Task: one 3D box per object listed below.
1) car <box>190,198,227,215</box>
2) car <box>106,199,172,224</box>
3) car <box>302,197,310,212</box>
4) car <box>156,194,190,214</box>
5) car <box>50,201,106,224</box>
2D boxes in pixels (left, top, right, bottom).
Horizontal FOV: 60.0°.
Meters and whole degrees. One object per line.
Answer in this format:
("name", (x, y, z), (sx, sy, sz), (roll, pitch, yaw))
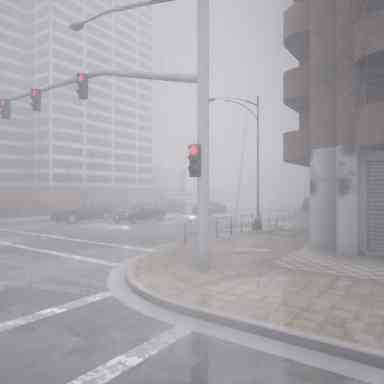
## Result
("car", (1.770, 1.564, 33.298), (1.994, 1.385, 4.181), (0, 0, 36))
("car", (-3.922, 1.526, 25.242), (1.812, 1.442, 4.674), (0, 0, 35))
("car", (14.413, 1.352, 38.755), (2.097, 1.767, 4.553), (0, 0, 35))
("car", (-2.651, 1.352, 33.124), (2.097, 1.767, 4.553), (0, 0, 35))
("car", (-8.223, 1.478, 25.253), (1.882, 1.535, 5.008), (0, 0, 35))
